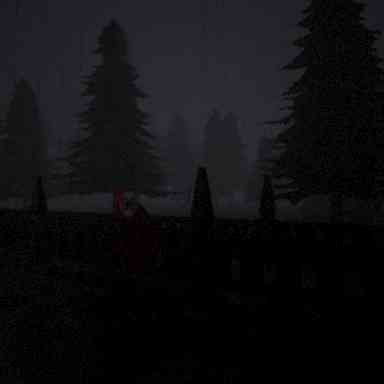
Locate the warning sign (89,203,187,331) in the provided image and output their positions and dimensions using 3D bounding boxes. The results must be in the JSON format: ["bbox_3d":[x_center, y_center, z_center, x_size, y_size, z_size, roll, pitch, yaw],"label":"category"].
[{"bbox_3d":[-0.913,1.152,5.811,1.060,1.860,1.300,-1,0,36],"label":"warning sign"}]
